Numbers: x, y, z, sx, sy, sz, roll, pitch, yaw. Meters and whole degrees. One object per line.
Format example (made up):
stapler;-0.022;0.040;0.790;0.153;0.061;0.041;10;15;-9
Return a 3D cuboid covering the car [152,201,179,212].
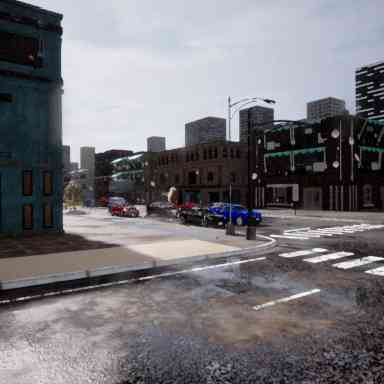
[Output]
car;-3.636;1.965;45.310;1.802;1.307;4.206;-2;0;-35

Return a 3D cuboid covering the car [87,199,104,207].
car;-19.672;2.227;67.867;1.887;1.381;4.507;-1;0;-35

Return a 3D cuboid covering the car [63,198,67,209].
car;-23.196;2.232;58.360;1.752;1.417;4.829;-1;0;-35

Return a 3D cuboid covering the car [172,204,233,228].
car;0.682;1.814;24.561;1.947;1.339;4.313;-2;0;-35

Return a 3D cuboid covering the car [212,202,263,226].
car;3.209;1.692;25.697;1.882;1.535;5.008;-1;0;-36

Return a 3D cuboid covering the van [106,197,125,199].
van;-13.263;1.906;58.844;1.690;1.788;3.998;-1;0;-35

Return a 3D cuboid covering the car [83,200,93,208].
car;-19.522;2.193;63.217;1.812;1.442;4.674;-1;0;-35

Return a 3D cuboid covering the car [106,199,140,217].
car;-7.262;1.846;35.941;1.967;1.590;4.097;-1;0;-35

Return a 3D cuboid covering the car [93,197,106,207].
car;-16.470;1.939;63.355;2.192;1.841;5.009;-1;0;-35

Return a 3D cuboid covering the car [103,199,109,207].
car;-9.221;2.005;43.200;2.033;1.411;5.357;-1;0;-36

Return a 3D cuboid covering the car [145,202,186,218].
car;-3.115;1.832;34.601;2.128;1.511;4.902;-1;0;-35

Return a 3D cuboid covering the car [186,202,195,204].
car;-0.430;1.903;40.799;1.802;1.307;4.206;-2;0;-35
